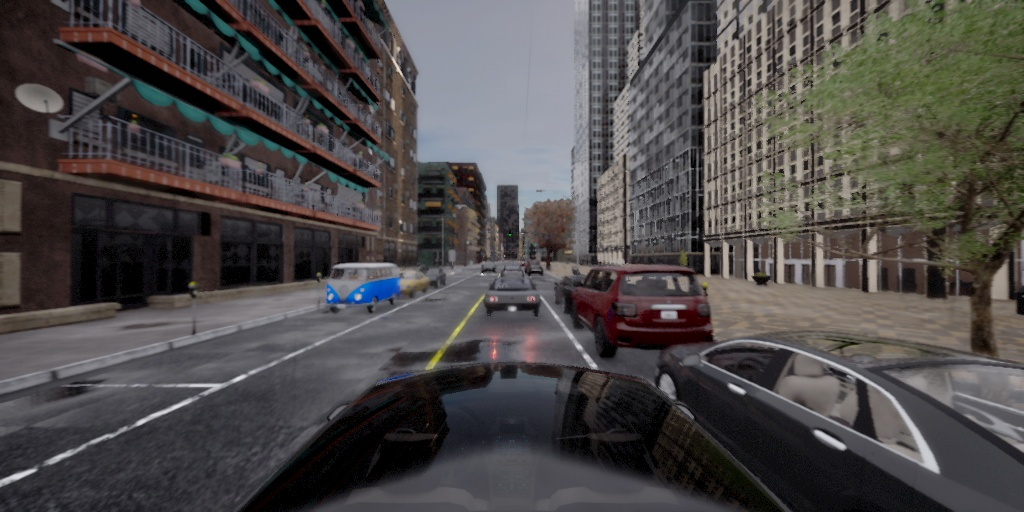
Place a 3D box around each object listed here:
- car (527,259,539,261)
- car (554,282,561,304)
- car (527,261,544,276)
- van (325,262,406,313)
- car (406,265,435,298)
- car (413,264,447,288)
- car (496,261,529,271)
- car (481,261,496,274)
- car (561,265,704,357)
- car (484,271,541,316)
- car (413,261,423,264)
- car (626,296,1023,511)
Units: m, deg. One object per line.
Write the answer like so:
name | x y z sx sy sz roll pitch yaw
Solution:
car | 2.697 1.364 47.190 2.192 1.841 5.009 0 0 0
car | 2.693 1.391 14.054 1.948 1.339 4.313 0 0 0
car | 2.697 1.577 41.667 1.948 1.339 4.313 0 0 0
van | -5.688 1.167 14.055 1.690 1.789 3.998 0 0 0
car | -5.688 1.387 19.408 1.751 1.417 4.829 0 0 0
car | -5.687 1.464 25.101 1.948 1.339 4.313 0 0 0
car | 0.048 1.418 29.323 2.128 1.511 4.902 0 0 1
car | -3.041 1.563 48.129 1.837 1.490 4.892 0 -1 1
car | 2.692 1.106 8.532 2.192 1.841 5.009 0 0 0
car | 0.040 1.424 13.717 1.895 1.301 4.718 0 0 1
car | -16.427 1.484 60.166 4.403 1.370 2.007 0 0 -1
car | 2.691 1.308 3.008 2.007 1.370 4.403 0 0 0
